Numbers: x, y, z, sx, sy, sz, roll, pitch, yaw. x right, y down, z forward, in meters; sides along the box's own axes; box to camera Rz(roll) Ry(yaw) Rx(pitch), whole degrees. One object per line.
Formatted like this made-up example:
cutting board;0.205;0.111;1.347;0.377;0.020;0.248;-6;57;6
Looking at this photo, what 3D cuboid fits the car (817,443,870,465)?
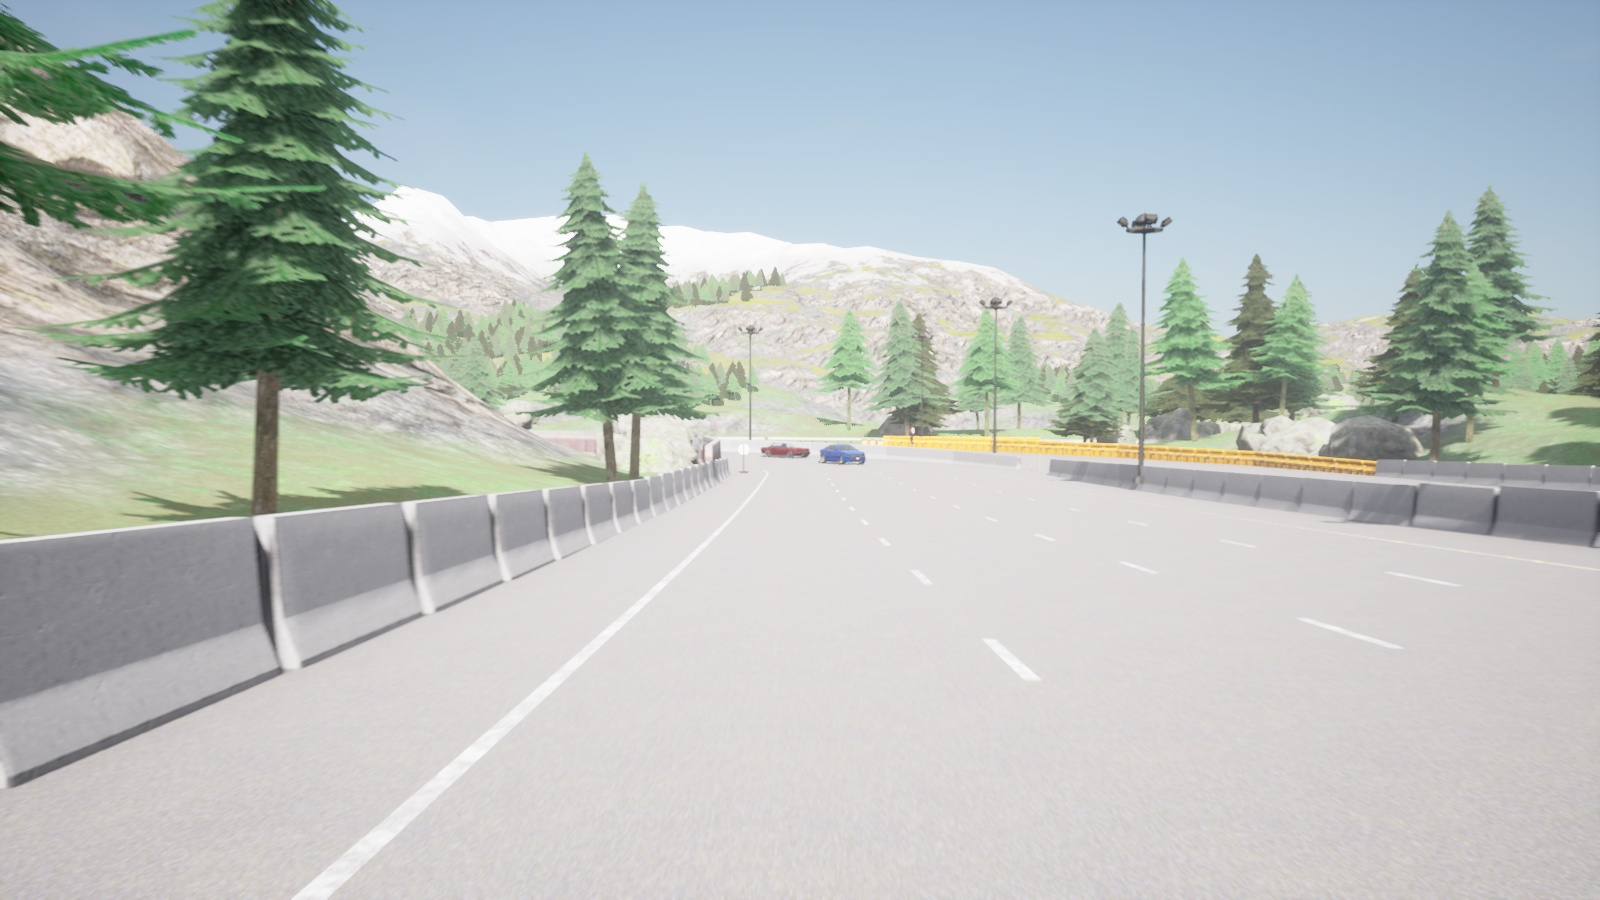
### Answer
car;3.214;0.277;93.581;1.882;1.535;5.008;-1;1;-24
